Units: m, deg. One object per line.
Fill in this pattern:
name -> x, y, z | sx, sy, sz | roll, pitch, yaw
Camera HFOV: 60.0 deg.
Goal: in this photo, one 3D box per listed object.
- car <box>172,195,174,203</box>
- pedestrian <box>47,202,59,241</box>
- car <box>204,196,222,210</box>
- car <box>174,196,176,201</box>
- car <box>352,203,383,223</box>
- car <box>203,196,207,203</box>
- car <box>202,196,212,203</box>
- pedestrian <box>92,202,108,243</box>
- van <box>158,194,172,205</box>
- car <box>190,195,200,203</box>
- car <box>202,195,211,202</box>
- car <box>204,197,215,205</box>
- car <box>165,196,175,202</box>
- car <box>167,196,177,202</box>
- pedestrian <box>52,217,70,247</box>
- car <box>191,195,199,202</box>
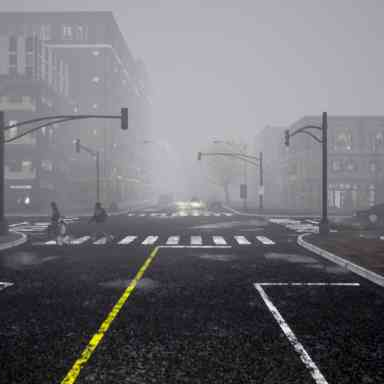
car -> -5.143, 1.651, 66.498 | 1.802, 1.307, 4.206 | 0, 0, 0
pedestrian -> -6.101, 1.294, 14.770 | 0.375, 1.860, 0.375 | 0, 0, 0
car -> 3.049, 1.580, 43.640 | 2.008, 1.369, 4.403 | 0, 0, 0
car -> -5.096, 1.397, 72.195 | 2.192, 1.841, 5.009 | 0, 0, 0
car -> 15.030, 1.578, 25.860 | 4.892, 1.490, 1.837 | 0, 0, -2
car -> 3.097, 1.479, 49.337 | 1.967, 1.590, 4.097 | 0, 0, 0
car -> 3.285, 1.633, 72.123 | 2.008, 1.369, 4.403 | 0, 0, 0
pedestrian -> -3.916, 1.294, 14.154 | 0.375, 1.860, 0.375 | 0, 0, 0
van -> -5.190, 1.399, 60.801 | 1.690, 1.788, 3.998 | 0, 0, 0
car -> 0.582, 1.547, 70.434 | 1.882, 1.535, 5.008 | 0, 0, 0
car -> 3.331, 1.537, 77.820 | 1.967, 1.590, 4.097 | 0, 0, 0
car -> 3.190, 1.640, 60.731 | 1.802, 1.307, 4.206 | 0, 0, 0
car -> -5.049, 1.662, 77.891 | 1.947, 1.339, 4.313 | 0, 0, 0
car -> -5.002, 1.663, 83.587 | 2.008, 1.369, 4.403 | 0, 0, 0
pedestrian -> -5.241, 1.674, 13.564 | 0.500, 1.100, 0.500 | 0, 0, 0
car -> 0.668, 1.541, 80.851 | 1.812, 1.442, 4.674 | 0, 0, 0
